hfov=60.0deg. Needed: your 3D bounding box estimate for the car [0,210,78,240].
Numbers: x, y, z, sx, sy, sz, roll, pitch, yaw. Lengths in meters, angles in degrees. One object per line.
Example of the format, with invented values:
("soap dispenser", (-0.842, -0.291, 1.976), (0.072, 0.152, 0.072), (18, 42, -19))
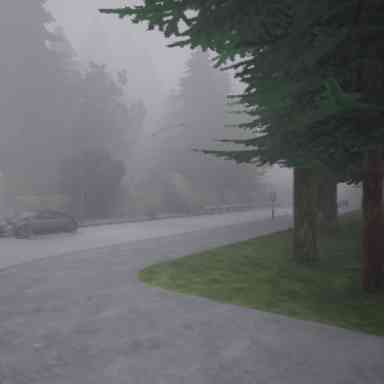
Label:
("car", (-8.145, 1.647, 17.493), (1.994, 1.385, 4.181), (0, 0, 34))
